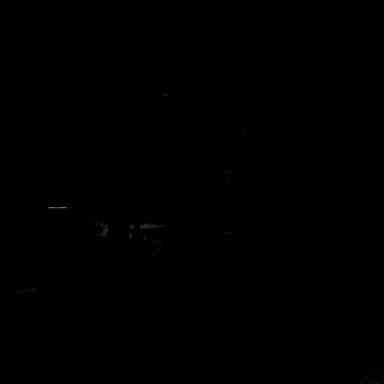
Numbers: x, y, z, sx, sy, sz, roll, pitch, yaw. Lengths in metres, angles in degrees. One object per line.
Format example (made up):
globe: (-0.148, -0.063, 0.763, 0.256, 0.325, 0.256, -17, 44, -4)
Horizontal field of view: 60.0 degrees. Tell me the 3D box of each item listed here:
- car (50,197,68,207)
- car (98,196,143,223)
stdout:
car: (-19.897, 1.474, 49.542, 1.994, 1.385, 4.181, 1, 1, -31)
car: (-5.966, 1.378, 27.245, 2.150, 2.045, 5.566, 1, 0, -32)
